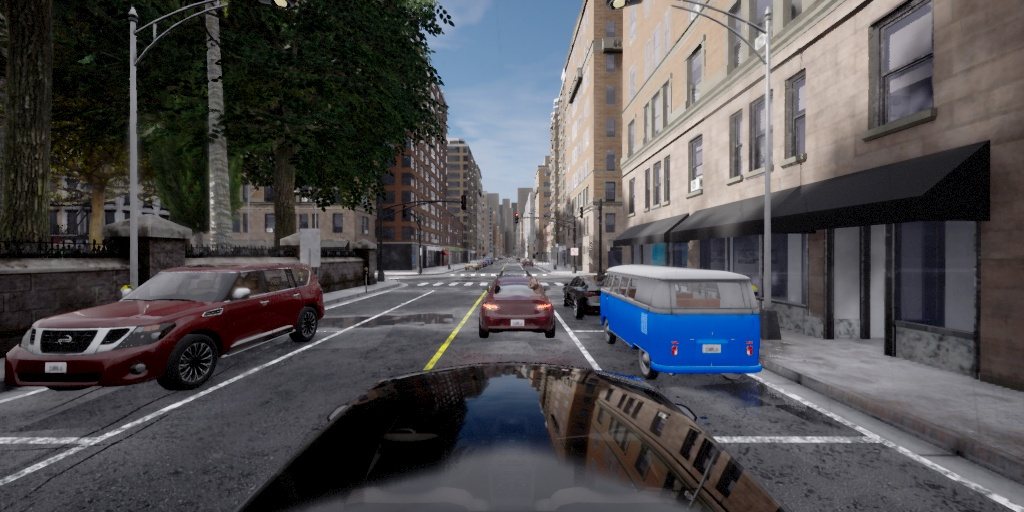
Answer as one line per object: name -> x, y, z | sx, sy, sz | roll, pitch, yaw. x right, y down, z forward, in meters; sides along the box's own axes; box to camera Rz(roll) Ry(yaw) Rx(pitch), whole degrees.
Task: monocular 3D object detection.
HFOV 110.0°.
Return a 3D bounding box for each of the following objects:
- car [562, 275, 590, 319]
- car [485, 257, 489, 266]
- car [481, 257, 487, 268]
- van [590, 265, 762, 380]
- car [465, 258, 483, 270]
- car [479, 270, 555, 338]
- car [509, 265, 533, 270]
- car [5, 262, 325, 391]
car -> 2.880, 1.313, 12.647 | 1.948, 1.339, 4.313 | 0, 0, 0
car -> -5.540, 1.265, 61.555 | 1.888, 1.381, 4.507 | 0, 0, 0
car -> -5.552, 1.272, 56.104 | 2.007, 1.370, 4.403 | 0, 0, 0
van -> 2.867, 1.090, 6.986 | 1.690, 1.789, 3.998 | 0, 0, 0
car -> -5.564, 1.248, 50.483 | 1.751, 1.417, 4.829 | 0, 0, 0
car -> 0.123, 1.274, 10.027 | 1.812, 1.442, 4.674 | 0, 0, 0
car -> 0.112, 1.345, 18.849 | 1.895, 1.301, 4.718 | 0, 0, -1
car -> -5.657, 1.064, 6.965 | 2.192, 1.841, 5.009 | 0, 0, 0
